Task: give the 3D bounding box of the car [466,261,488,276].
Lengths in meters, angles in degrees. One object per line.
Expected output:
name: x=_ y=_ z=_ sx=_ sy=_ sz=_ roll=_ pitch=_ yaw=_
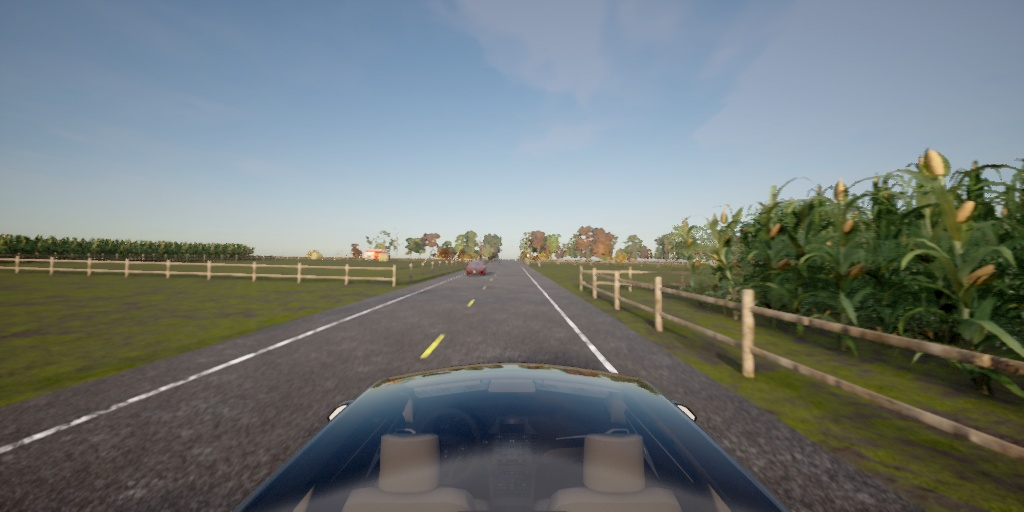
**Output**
car: x=-3.580 y=1.242 z=36.852 sx=1.882 sy=1.535 sz=5.008 roll=0 pitch=0 yaw=0
